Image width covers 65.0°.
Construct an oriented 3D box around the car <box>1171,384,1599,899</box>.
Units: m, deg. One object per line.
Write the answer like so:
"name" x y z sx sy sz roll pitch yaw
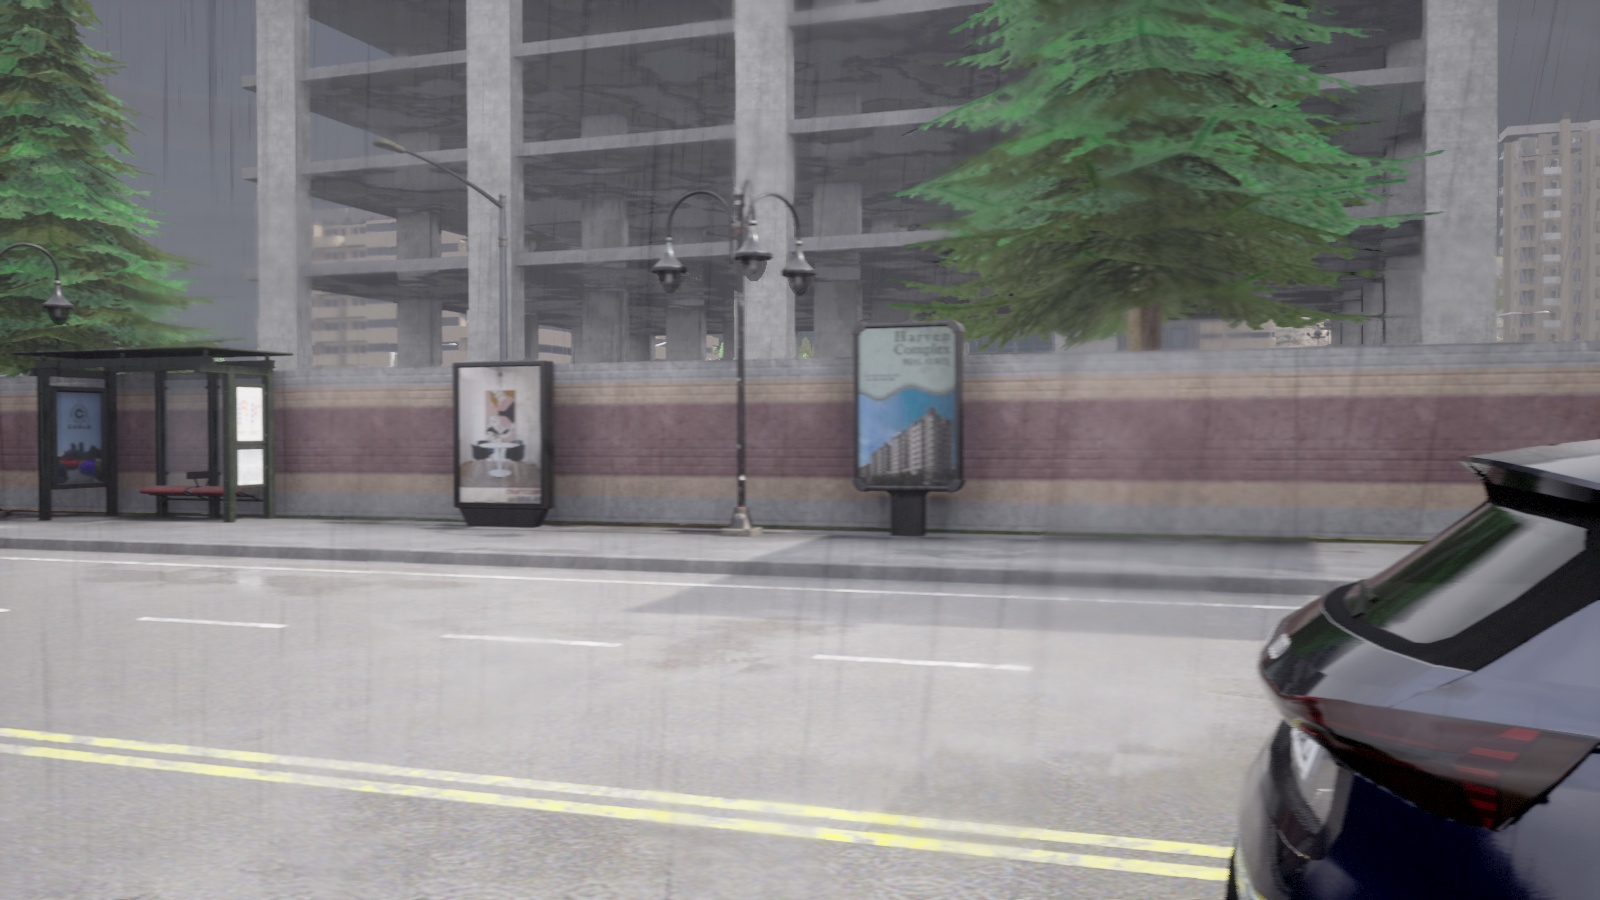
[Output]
"car" 3.194 0.735 2.117 4.856 1.649 2.033 1 1 19
